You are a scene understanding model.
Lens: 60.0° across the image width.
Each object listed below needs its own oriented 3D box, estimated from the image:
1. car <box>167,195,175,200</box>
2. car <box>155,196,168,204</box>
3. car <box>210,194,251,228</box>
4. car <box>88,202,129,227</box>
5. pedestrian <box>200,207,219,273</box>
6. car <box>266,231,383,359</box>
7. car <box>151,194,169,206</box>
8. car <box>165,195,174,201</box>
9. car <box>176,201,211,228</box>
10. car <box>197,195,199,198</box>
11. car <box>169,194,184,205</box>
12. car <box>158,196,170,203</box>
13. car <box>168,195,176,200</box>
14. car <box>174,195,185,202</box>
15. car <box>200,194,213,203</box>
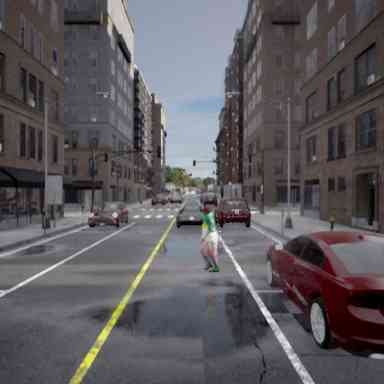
[{"bbox_3d":[-5.450,1.437,87.511,1.887,1.381,4.507,0,0,0],"label":"car"},{"bbox_3d":[-5.447,1.494,59.992,1.947,1.339,4.313,0,0,0],"label":"car"},{"bbox_3d":[2.626,1.289,21.933,2.192,1.841,5.009,0,0,0],"label":"car"},{"bbox_3d":[-5.399,1.415,21.929,1.967,1.590,4.097,0,0,0],"label":"car"},{"bbox_3d":[0.473,1.283,9.246,0.375,1.860,0.375,0,0,0],"label":"pedestrian"},{"bbox_3d":[2.747,1.471,6.245,1.882,1.535,5.008,0,0,0],"label":"car"},{"bbox_3d":[-5.447,1.250,54.488,2.192,1.841,5.009,0,0,0],"label":"car"},{"bbox_3d":[-5.449,1.444,82.007,1.887,1.381,4.507,0,0,0],"label":"car"},{"bbox_3d":[0.012,1.538,21.959,1.994,1.385,4.181,0,0,1],"label":"car"},{"bbox_3d":[2.654,1.236,65.501,2.192,1.841,5.009,0,0,0],"label":"car"},{"bbox_3d":[-2.846,1.406,59.026,1.882,1.535,5.008,0,0,0],"label":"car"},{"bbox_3d":[-5.448,1.471,65.496,2.008,1.369,4.403,0,0,0],"label":"car"},{"bbox_3d":[-5.450,1.437,93.014,2.008,1.369,4.403,0,0,0],"label":"car"},{"bbox_3d":[-2.788,1.434,74.565,2.128,1.511,4.902,0,0,0],"label":"car"},{"bbox_3d":[2.675,1.256,48.990,2.192,1.841,5.009,0,0,0],"label":"car"}]
